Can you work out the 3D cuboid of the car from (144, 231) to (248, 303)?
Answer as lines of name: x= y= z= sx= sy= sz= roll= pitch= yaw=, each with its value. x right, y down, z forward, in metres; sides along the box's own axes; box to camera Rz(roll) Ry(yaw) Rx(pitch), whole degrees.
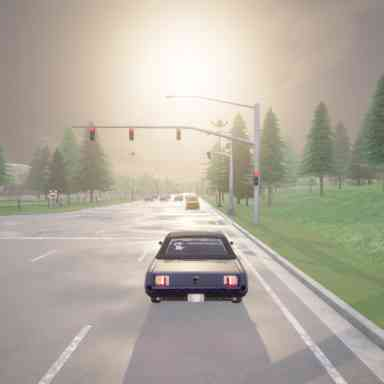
car: x=0.097 y=1.601 z=8.145 sx=1.895 sy=1.301 sz=4.718 roll=0 pitch=0 yaw=1

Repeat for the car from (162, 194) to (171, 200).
car: x=-6.801 y=1.372 z=90.868 sx=2.033 sy=1.411 sz=5.357 roll=0 pitch=0 yaw=0

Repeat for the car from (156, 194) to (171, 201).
car: x=-6.824 y=1.531 z=80.448 sx=2.033 sy=1.411 sz=5.357 roll=0 pitch=0 yaw=0

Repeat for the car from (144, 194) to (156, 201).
car: x=-10.324 y=1.531 z=80.456 sx=2.033 sy=1.411 sz=5.357 roll=0 pitch=0 yaw=0

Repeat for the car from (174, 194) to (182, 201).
car: x=-3.323 y=1.545 z=80.857 sx=1.994 sy=1.385 sz=4.181 roll=0 pitch=0 yaw=0

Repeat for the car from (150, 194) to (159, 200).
car: x=-10.301 y=1.332 z=90.875 sx=1.837 sy=1.490 sz=4.892 roll=0 pitch=0 yaw=0

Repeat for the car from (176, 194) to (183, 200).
car: x=-3.301 y=1.356 z=90.860 sx=1.812 sy=1.442 sz=4.674 roll=0 pitch=0 yaw=0

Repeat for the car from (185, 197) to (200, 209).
car: x=0.066 y=1.576 z=49.813 sx=2.033 sy=1.411 sz=5.357 roll=-1 pitch=1 yaw=1

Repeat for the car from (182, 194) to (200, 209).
car: x=-0.020 y=1.081 z=46.346 sx=1.882 sy=1.535 sz=5.008 roll=-3 pitch=17 yaw=-3
